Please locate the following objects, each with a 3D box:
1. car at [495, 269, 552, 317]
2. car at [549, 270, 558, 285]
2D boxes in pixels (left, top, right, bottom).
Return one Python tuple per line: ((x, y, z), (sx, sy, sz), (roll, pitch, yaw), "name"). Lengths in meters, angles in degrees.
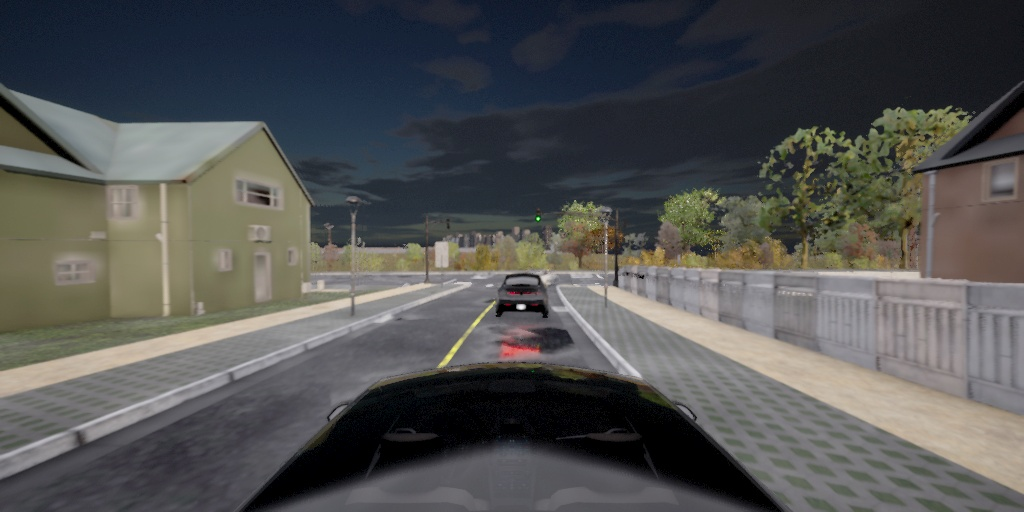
((0.451, 1.412, 14.006), (1.837, 1.490, 4.892), (0, 0, 4), "car")
((2.247, 1.702, 28.061), (1.895, 1.301, 4.718), (1, -1, 20), "car")
